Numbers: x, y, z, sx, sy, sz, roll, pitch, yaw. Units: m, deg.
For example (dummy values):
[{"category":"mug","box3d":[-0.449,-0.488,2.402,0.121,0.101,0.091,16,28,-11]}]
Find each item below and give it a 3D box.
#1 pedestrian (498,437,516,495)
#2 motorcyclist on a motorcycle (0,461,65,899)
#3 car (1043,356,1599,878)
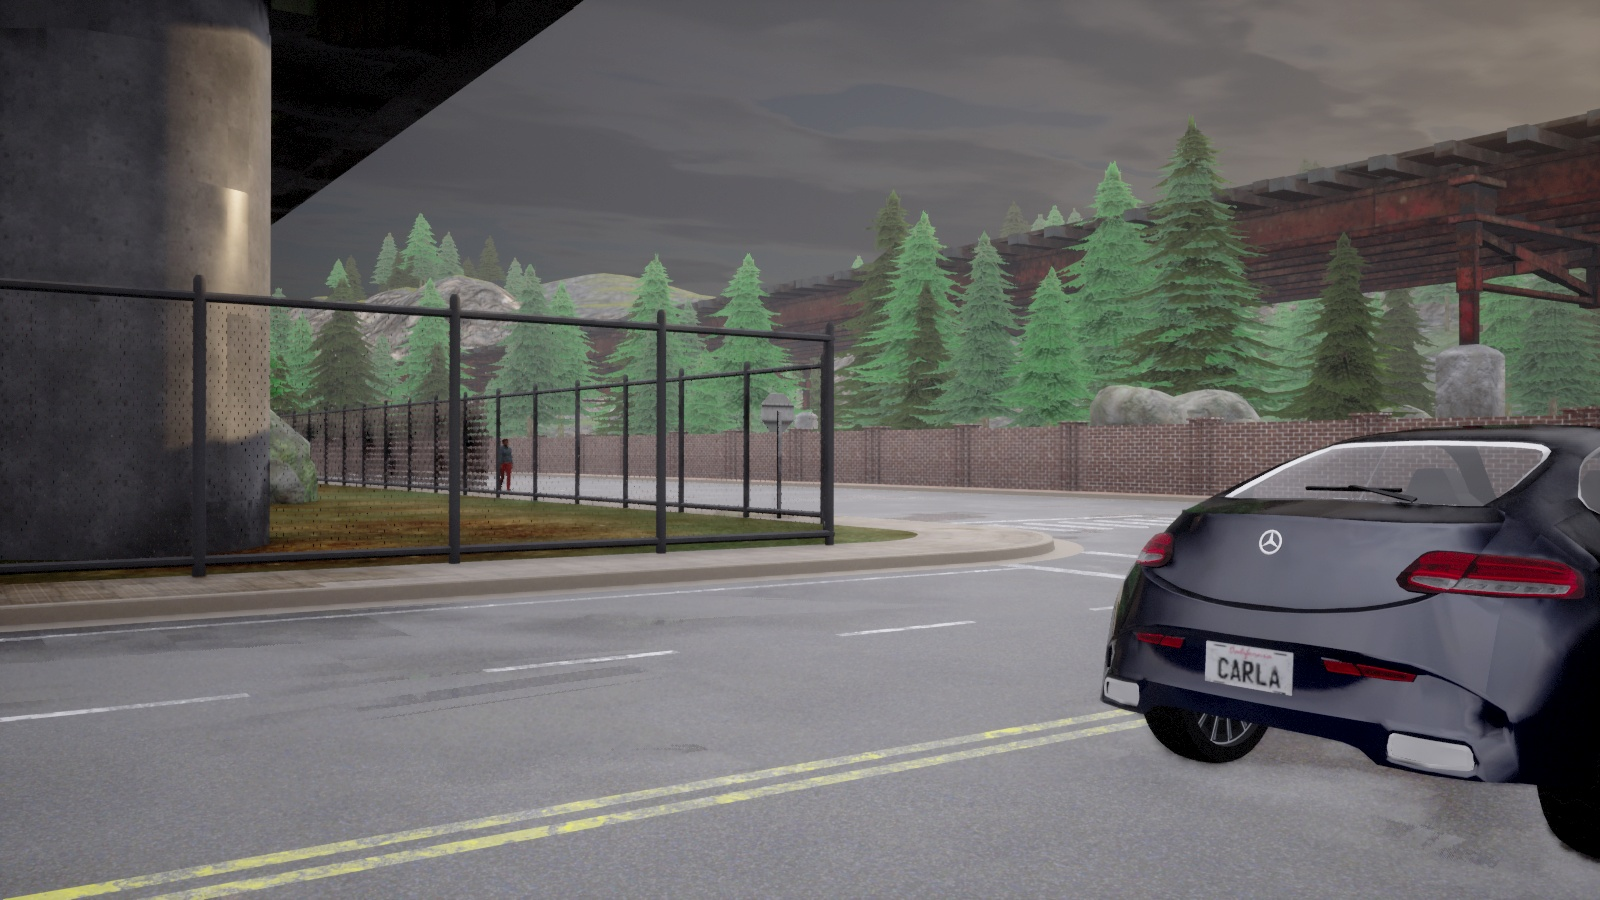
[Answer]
[{"category":"pedestrian","box3d":[-9.488,0.523,40.613,0.353,1.847,0.614,0,0,-36]},{"category":"motorcyclist on a motorcycle","box3d":[-2.448,0.790,1.955,2.191,1.530,0.866,0,0,-35]},{"category":"car","box3d":[3.789,0.531,6.297,5.027,1.651,2.152,0,0,-35]}]
